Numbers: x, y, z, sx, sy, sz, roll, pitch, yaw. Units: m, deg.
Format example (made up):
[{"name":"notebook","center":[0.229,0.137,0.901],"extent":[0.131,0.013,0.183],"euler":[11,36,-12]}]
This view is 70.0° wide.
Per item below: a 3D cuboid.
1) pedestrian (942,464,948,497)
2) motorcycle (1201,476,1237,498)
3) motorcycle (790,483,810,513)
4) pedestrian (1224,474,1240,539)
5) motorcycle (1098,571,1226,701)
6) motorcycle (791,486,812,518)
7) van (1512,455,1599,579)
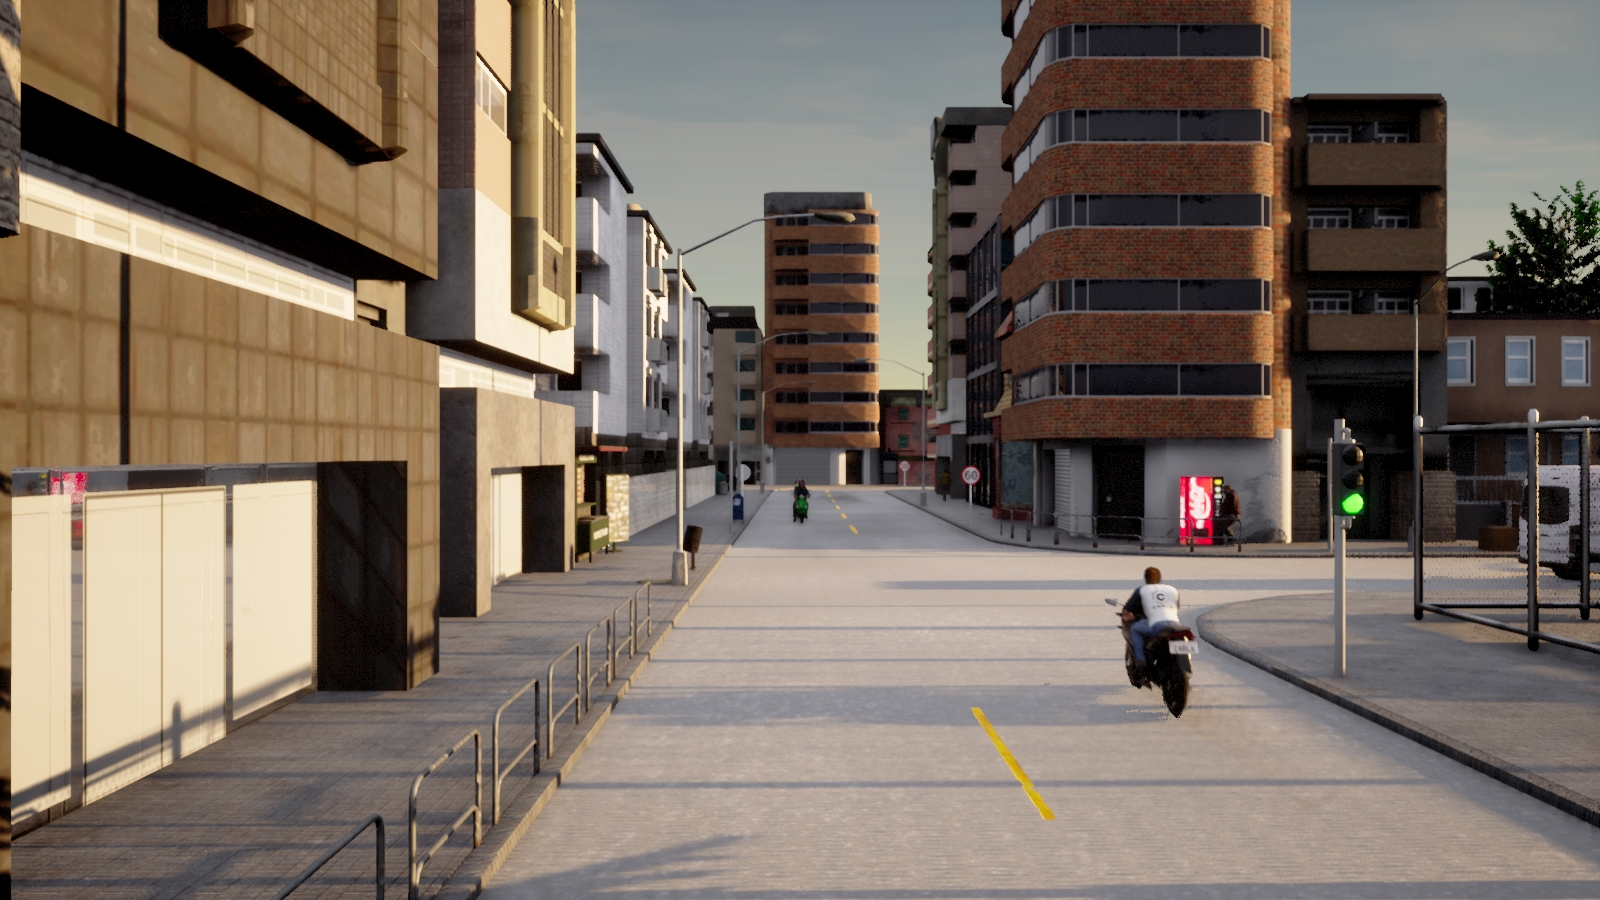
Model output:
[{"name":"pedestrian","center":[8.145,1.720,64.217],"extent":[0.375,1.860,0.375],"euler":[0,0,7]},{"name":"motorcycle","center":[24.407,2.166,66.582],"extent":[1.805,1.236,0.856],"euler":[0,0,2]},{"name":"motorcycle","center":[0.019,2.118,50.390],"extent":[0.856,1.236,1.805],"euler":[0,0,0]},{"name":"pedestrian","center":[12.466,1.620,32.978],"extent":[0.375,1.860,0.375],"euler":[0,0,8]},{"name":"motorcycle","center":[4.017,2.037,12.861],"extent":[0.803,1.145,2.033],"euler":[0,0,0]},{"name":"motorcycle","center":[0.064,2.106,46.522],"extent":[0.856,1.236,1.805],"euler":[0,0,0]},{"name":"van","center":[18.896,1.393,24.585],"extent":[5.915,2.561,1.988],"euler":[0,0,0]}]
